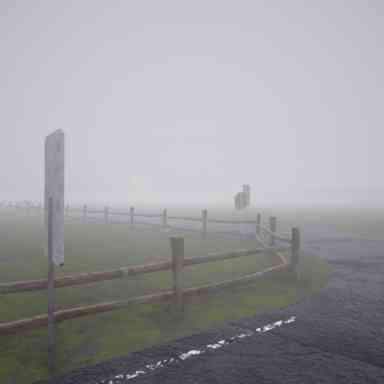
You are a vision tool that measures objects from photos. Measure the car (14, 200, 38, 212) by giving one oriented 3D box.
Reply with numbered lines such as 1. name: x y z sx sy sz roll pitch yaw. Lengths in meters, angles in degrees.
1. car: -23.591 1.886 47.269 2.097 1.767 4.553 0 -1 -44
